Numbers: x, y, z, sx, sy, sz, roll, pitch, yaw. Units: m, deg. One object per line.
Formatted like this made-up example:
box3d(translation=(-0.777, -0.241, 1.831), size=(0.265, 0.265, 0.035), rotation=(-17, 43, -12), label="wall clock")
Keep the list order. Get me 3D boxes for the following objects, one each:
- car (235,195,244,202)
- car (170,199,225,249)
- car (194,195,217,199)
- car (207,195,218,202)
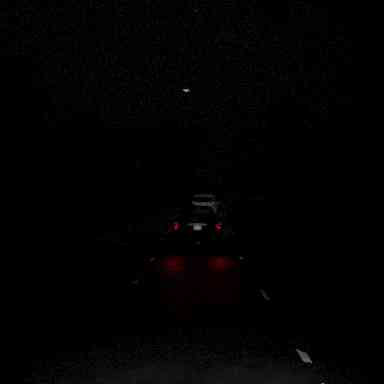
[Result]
box3d(translation=(10.695, 1.499, 75.222), size=(1.970, 1.475, 3.806), rotation=(0, 0, 11), label="car")
box3d(translation=(0.285, 1.356, 14.559), size=(2.097, 1.767, 4.553), rotation=(0, 0, 2), label="car")
box3d(translation=(1.146, 1.244, 29.537), size=(2.150, 2.045, 5.566), rotation=(0, 0, 4), label="car")
box3d(translation=(4.784, 1.504, 77.498), size=(1.882, 1.535, 5.008), rotation=(0, 0, 11), label="car")
